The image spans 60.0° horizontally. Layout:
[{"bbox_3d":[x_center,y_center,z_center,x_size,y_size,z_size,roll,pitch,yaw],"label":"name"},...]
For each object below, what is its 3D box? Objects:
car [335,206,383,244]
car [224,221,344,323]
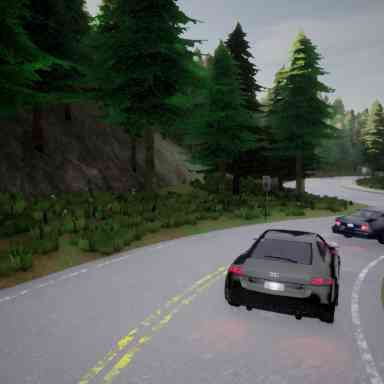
[{"bbox_3d":[8.582,1.371,14.944,5.357,1.411,2.033,-1,5,-33],"label":"car"},{"bbox_3d":[2.205,1.532,7.417,1.994,1.385,4.181,2,1,24],"label":"car"}]
